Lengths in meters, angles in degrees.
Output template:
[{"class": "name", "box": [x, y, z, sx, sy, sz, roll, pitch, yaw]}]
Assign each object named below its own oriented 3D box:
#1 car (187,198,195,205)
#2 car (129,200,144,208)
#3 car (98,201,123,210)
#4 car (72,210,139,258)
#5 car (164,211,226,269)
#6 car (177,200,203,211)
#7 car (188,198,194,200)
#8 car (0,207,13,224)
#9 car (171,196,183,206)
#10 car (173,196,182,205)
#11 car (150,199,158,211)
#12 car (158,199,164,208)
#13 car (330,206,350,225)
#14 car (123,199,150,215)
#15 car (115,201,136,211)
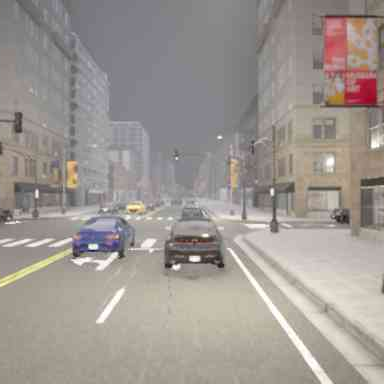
[{"class": "car", "box": [-0.258, 2.271, 81.798, 1.882, 1.535, 5.008, 0, -1, 0]}, {"class": "car", "box": [-9.939, 2.194, 60.151, 1.895, 1.301, 4.718, 0, -1, 0]}, {"class": "car", "box": [-10.016, 1.894, 40.378, 2.128, 1.511, 4.902, 0, -1, -3]}, {"class": "car", "box": [-3.373, 1.658, 13.253, 1.812, 1.442, 4.674, 0, -1, -3]}, {"class": "car", "box": [0.093, 1.619, 11.584, 1.837, 1.490, 4.892, 0, -1, 0]}, {"class": "car", "box": [0.005, 1.797, 30.771, 2.128, 1.511, 4.902, 0, 0, 0]}, {"class": "car", "box": [-0.225, 2.292, 71.592, 1.895, 1.301, 4.718, 0, -1, 0]}, {"class": "car", "box": [-16.426, 1.760, 25.606, 4.892, 1.490, 1.837, 0, -4, 3]}, {"class": "car", "box": [-3.475, 2.196, 71.286, 1.837, 1.490, 4.892, 0, -1, 0]}, {"class": "car", "box": [-3.509, 2.020, 81.800, 2.150, 2.045, 5.566, 0, -1, 0]}, {"class": "car", "box": [-6.713, 1.845, 49.778, 2.097, 1.767, 4.553, 0, -1, -1]}, {"class": "car", "box": [-6.687, 2.150, 59.568, 1.994, 1.385, 4.181, 0, -1, 0]}, {"class": "car", "box": [13.649, 1.523, 25.598, 5.566, 2.045, 2.150, 0, -1, 0]}, {"class": "car", "box": [-6.715, 1.881, 40.514, 1.882, 1.535, 5.008, 0, -1, 0]}, {"class": "car", "box": [-9.969, 2.045, 50.124, 2.033, 1.411, 5.357, 0, -1, 1]}]
